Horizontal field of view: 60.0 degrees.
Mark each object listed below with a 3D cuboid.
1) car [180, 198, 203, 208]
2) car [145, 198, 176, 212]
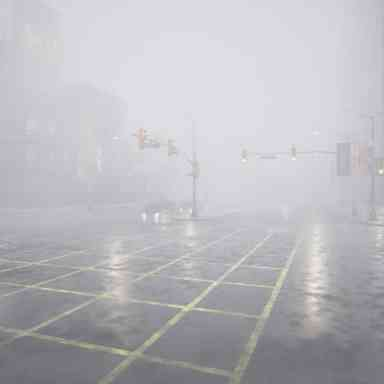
[{"bbox_3d":[-0.030,1.601,48.523,1.895,1.301,4.718,0,0,21],"label":"car"},{"bbox_3d":[-3.638,1.478,38.966,1.882,1.535,5.008,0,0,23],"label":"car"}]
